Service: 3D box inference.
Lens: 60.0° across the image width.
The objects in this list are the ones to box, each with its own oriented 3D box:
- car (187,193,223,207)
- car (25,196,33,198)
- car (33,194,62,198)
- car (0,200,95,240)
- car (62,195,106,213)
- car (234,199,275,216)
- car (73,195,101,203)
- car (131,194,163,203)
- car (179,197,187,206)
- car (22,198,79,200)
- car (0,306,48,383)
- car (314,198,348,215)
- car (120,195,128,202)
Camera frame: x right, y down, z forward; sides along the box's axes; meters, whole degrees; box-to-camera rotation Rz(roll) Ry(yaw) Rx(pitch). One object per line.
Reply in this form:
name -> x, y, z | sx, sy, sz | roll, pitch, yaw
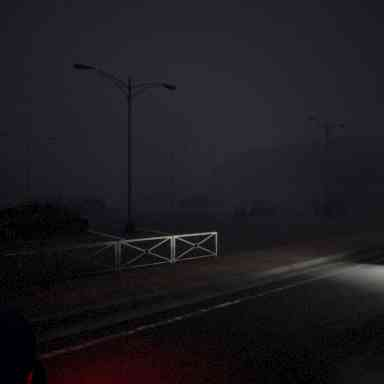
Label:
car -> 2.132, 1.097, 46.809 | 4.605, 1.855, 1.932 | 0, 0, -38
car -> -23.446, 1.097, 50.980 | 4.605, 1.855, 1.932 | 0, 0, -38
car -> -16.450, 1.298, 40.648 | 4.514, 1.523, 2.007 | 0, 0, -38
car -> -7.382, 1.340, 16.147 | 4.514, 1.523, 2.007 | 0, 0, -38
car -> -10.419, 1.320, 32.681 | 3.633, 1.501, 1.845 | 0, 0, -38
car -> 5.596, 1.384, 29.821 | 3.806, 1.475, 1.970 | 0, 0, -38
car -> -19.702, 1.298, 62.572 | 4.514, 1.523, 2.007 | 0, 0, -38
car -> -7.725, 1.154, 59.036 | 5.027, 1.636, 2.152 | 0, 0, -38
car -> 0.041, 1.077, 48.868 | 3.866, 1.878, 1.905 | 0, 0, -38
car -> -9.328, 1.330, 18.608 | 5.027, 1.636, 2.152 | 0, 0, -38
car -> -3.331, 1.478, 1.425 | 5.008, 1.535, 1.882 | 0, 0, -38
car -> 13.302, 1.374, 31.956 | 3.633, 1.501, 1.845 | 0, 0, -38
car -> -11.877, 1.232, 63.940 | 3.806, 1.475, 1.970 | 0, 0, -38
